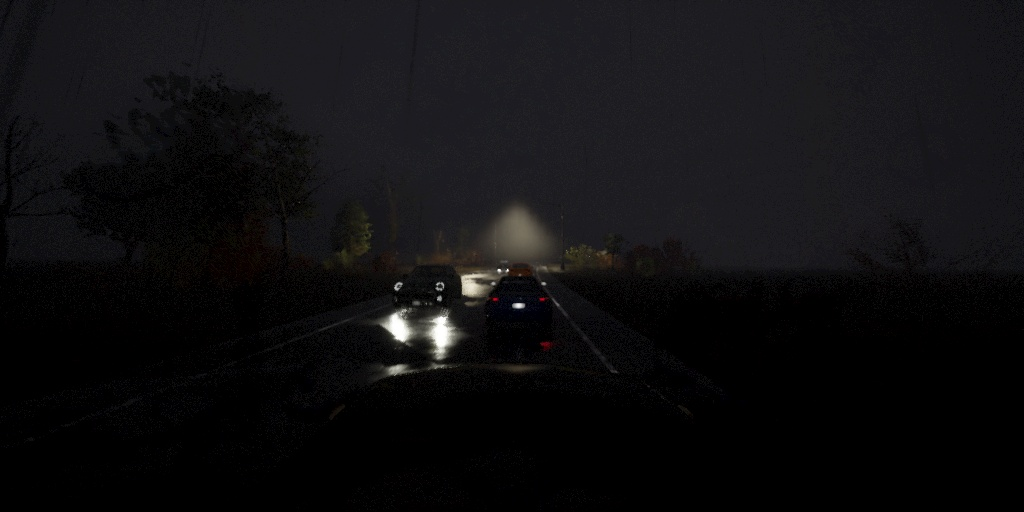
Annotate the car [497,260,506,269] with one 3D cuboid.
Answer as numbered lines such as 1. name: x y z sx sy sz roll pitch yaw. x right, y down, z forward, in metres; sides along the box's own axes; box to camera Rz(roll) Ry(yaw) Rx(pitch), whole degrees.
1. car: -1.249 1.399 57.406 1.994 1.385 4.181 0 0 5

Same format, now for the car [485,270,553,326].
1. car: 0.215 1.334 11.823 1.994 1.385 4.181 0 0 1

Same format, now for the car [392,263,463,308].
1. car: -3.421 1.127 15.245 2.097 1.767 4.553 0 0 1

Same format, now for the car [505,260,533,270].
1. car: 0.698 1.275 29.072 1.882 1.535 5.008 0 0 2
